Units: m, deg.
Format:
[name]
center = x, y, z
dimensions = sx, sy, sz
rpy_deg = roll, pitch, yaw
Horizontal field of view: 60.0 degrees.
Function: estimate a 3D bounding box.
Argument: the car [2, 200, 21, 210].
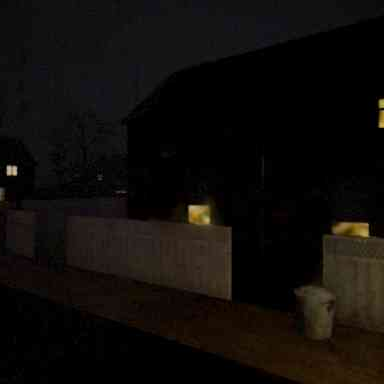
[car]
center = -11.266, 1.279, 21.437
dimensions = 2.128, 1.511, 4.902
rpy_deg = 0, 1, 35
